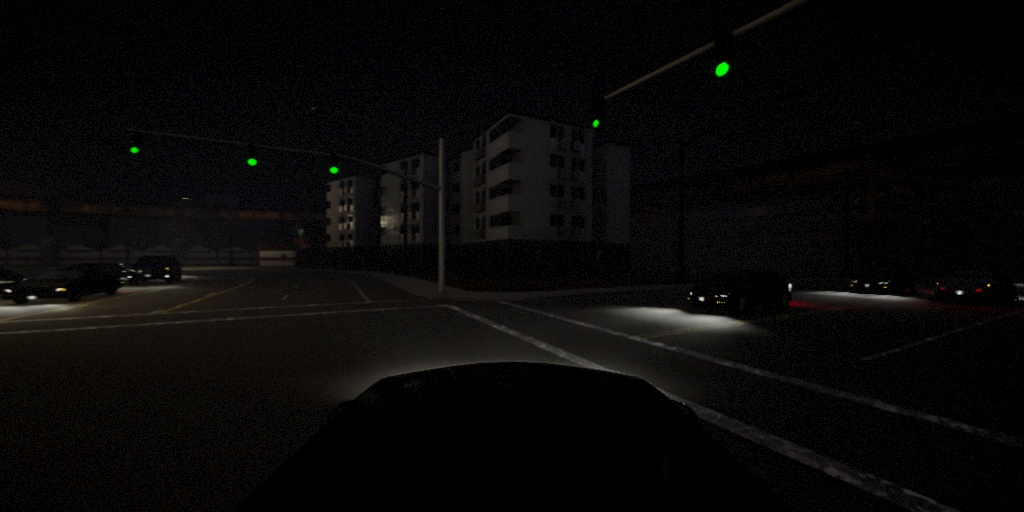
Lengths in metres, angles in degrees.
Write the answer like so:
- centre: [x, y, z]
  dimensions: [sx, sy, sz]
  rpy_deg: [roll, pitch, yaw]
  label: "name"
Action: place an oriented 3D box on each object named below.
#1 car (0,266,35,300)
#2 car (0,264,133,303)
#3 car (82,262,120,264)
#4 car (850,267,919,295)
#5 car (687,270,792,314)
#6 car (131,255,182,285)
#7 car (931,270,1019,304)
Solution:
- centre: [-24.087, 1.245, 15.751]
  dimensions: [1.837, 1.490, 4.892]
  rpy_deg: [0, 0, -27]
  label: "car"
- centre: [-20.731, 1.299, 16.944]
  dimensions: [2.033, 1.411, 5.357]
  rpy_deg: [0, 0, -27]
  label: "car"
- centre: [-29.233, 1.242, 24.706]
  dimensions: [1.837, 1.490, 4.892]
  rpy_deg: [0, 0, -36]
  label: "car"
- centre: [21.887, 1.385, 21.031]
  dimensions: [4.892, 1.490, 1.837]
  rpy_deg: [0, 0, -27]
  label: "car"
- centre: [9.109, 1.339, 14.287]
  dimensions: [4.892, 1.490, 1.837]
  rpy_deg: [0, 0, -28]
  label: "car"
- centre: [-26.151, 0.973, 26.459]
  dimensions: [2.150, 2.045, 5.566]
  rpy_deg: [0, 0, -35]
  label: "car"
- centre: [22.030, 1.402, 17.083]
  dimensions: [4.674, 1.442, 1.812]
  rpy_deg: [0, 0, -28]
  label: "car"
